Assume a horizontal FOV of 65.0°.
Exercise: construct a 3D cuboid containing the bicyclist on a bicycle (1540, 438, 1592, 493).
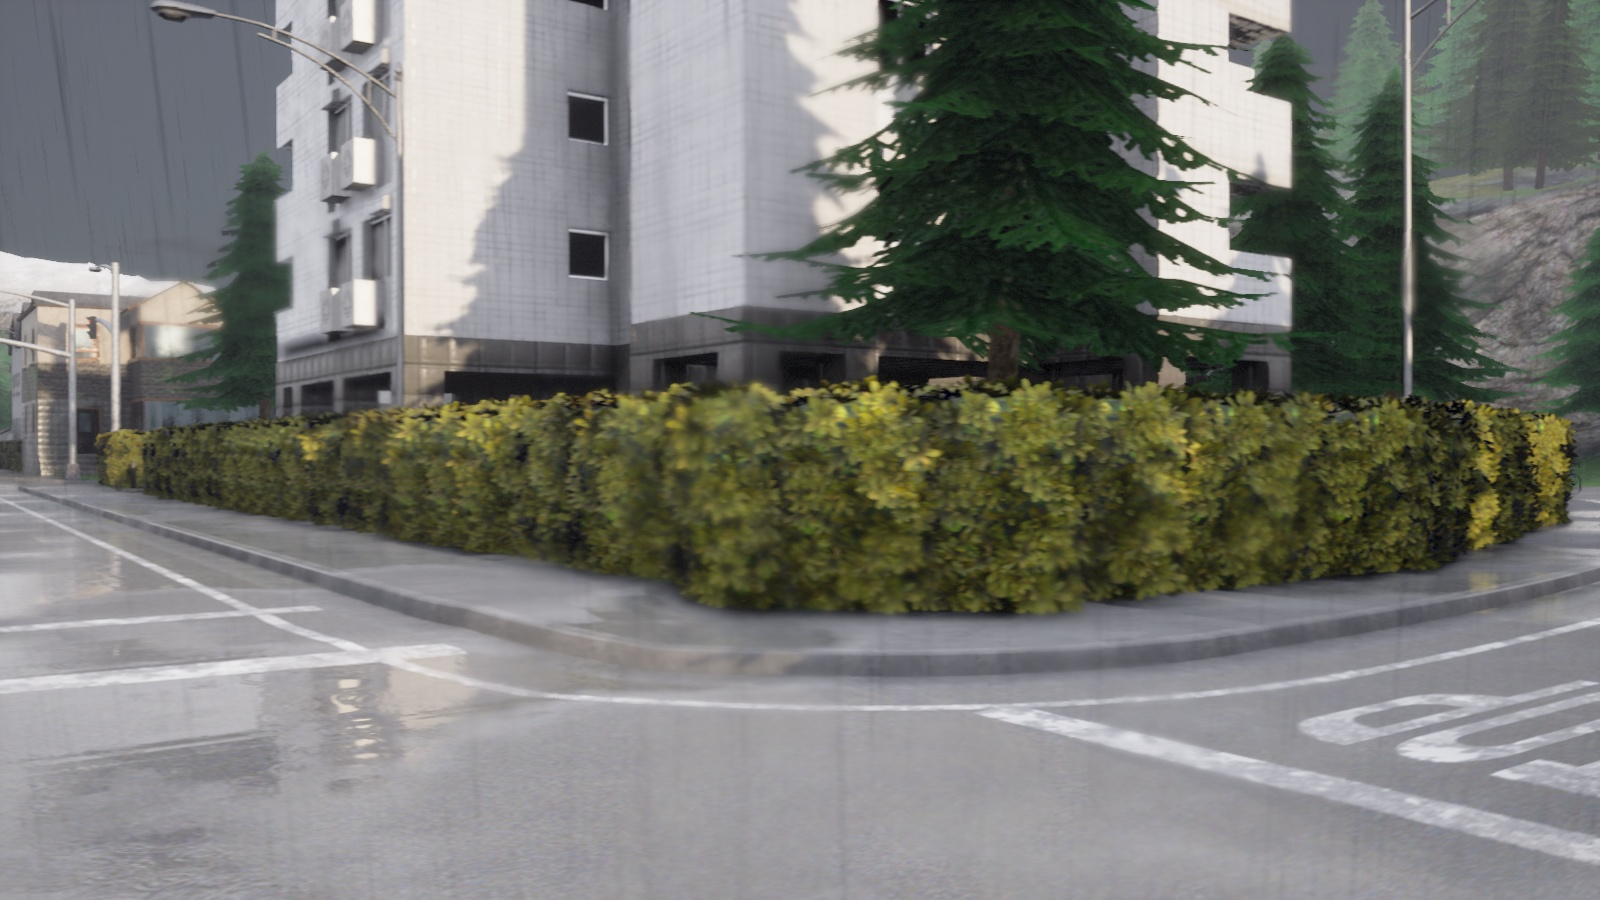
[{"bbox_3d":[23.011,0.457,37.734,0.582,1.620,1.656,-1,0,2],"label":"bicyclist on a bicycle"}]
